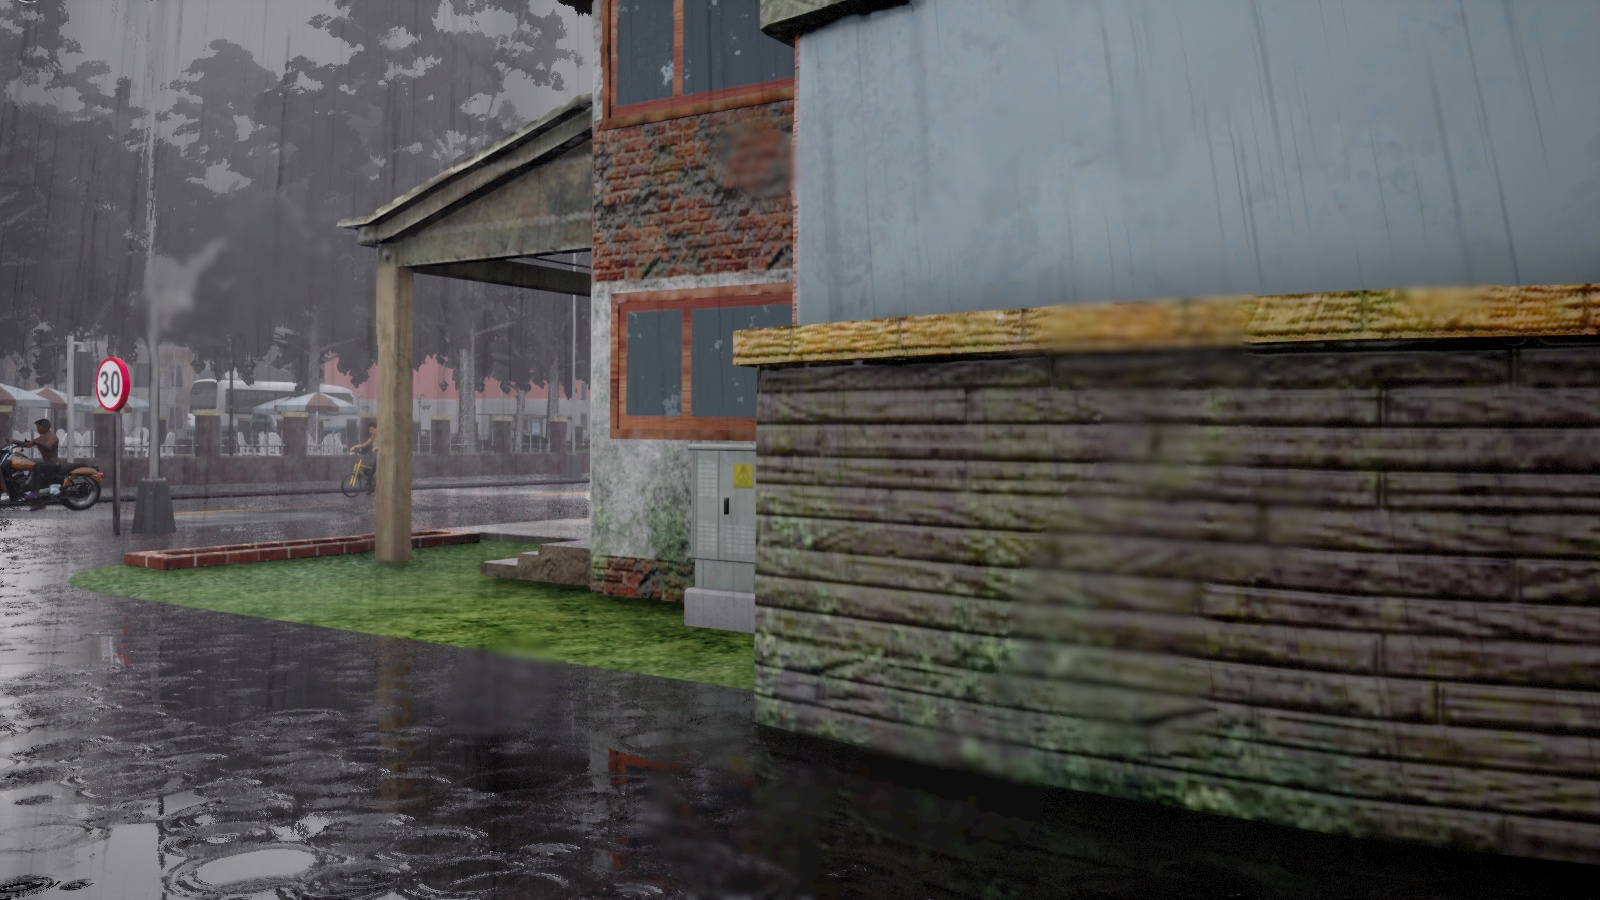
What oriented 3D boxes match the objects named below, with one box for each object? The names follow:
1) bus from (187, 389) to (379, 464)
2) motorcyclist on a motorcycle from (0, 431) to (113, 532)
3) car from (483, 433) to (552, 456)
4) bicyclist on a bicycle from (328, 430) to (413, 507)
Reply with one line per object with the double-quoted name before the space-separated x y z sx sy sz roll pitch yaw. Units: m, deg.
"bus" -31.120 -1.404 76.229 3.944 4.253 10.273 0 1 33
"motorcyclist on a motorcycle" -13.088 0.509 21.367 0.766 1.649 2.350 0 1 33
"car" -20.660 -0.410 92.076 2.033 1.649 4.856 0 0 33
"bicyclist on a bicycle" -9.270 0.381 27.146 0.866 1.612 1.509 0 1 33
